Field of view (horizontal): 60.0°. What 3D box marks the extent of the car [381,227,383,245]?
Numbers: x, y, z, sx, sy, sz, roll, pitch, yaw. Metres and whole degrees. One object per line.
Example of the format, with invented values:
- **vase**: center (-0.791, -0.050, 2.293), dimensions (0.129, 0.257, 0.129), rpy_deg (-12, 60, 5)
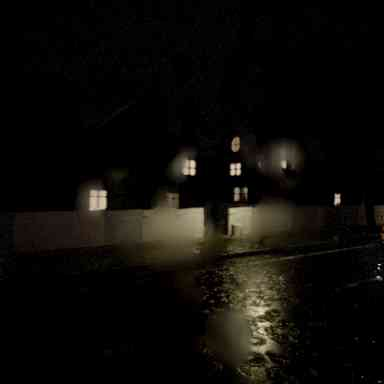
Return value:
- **car**: center (10.426, 1.687, 14.865), dimensions (5.008, 1.535, 1.882), rpy_deg (1, -1, -34)
